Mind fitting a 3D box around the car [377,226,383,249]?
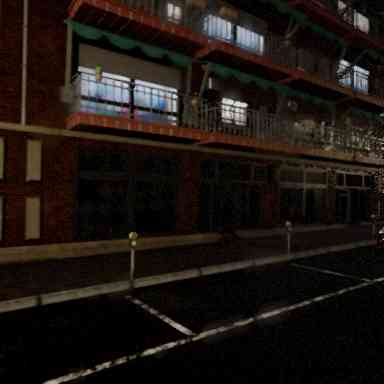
[{"bbox_3d":[8.972,1.444,12.899,4.097,1.590,1.967,0,1,-35],"label":"car"}]
